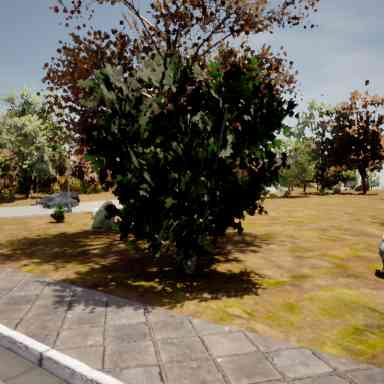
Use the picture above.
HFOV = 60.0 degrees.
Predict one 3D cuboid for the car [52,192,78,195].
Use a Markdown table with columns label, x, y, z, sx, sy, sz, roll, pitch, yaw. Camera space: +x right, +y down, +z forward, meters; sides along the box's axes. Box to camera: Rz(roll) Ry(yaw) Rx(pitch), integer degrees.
| label | x | y | z | sx | sy | sz | roll | pitch | yaw |
| --- | --- | --- | --- | --- | --- | --- | --- | --- | --- |
| car | -18.639 | 1.009 | 46.968 | 2.150 | 2.045 | 5.566 | 0 | 2 | 39 |

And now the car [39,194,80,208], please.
| label | x | y | z | sx | sy | sz | roll | pitch | yaw |
| --- | --- | --- | --- | --- | --- | --- | --- | --- | --- |
| car | -17.066 | 1.400 | 43.348 | 1.994 | 1.385 | 4.181 | 0 | 2 | 39 |
